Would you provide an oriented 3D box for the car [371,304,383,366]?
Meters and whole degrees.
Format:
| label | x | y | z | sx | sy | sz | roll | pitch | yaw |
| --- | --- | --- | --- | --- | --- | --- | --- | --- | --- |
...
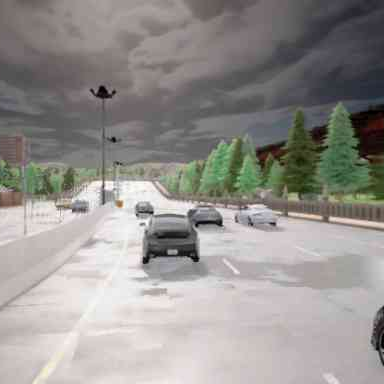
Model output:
| label | x | y | z | sx | sy | sz | roll | pitch | yaw |
| --- | --- | --- | --- | --- | --- | --- | --- | --- | --- |
| car | 3.409 | 1.558 | 2.730 | 1.994 | 1.385 | 4.181 | 0 | 0 | -2 |

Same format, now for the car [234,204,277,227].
| label | x | y | z | sx | sy | sz | roll | pitch | yaw |
| --- | --- | --- | --- | --- | --- | --- | --- | --- | --- |
| car | 4.396 | 1.594 | 23.350 | 1.812 | 1.442 | 4.674 | 0 | 0 | -11 |

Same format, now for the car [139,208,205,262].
| label | x | y | z | sx | sy | sz | roll | pitch | yaw |
| --- | --- | --- | --- | --- | --- | --- | --- | --- | --- |
| car | -0.882 | 1.559 | 12.383 | 1.837 | 1.490 | 4.892 | 0 | 0 | -7 |

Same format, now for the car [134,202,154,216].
| label | x | y | z | sx | sy | sz | roll | pitch | yaw |
| --- | --- | --- | --- | --- | --- | --- | --- | --- | --- |
| car | -4.965 | 1.710 | 34.620 | 2.033 | 1.411 | 5.357 | 0 | 0 | -11 |

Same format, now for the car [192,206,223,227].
| label | x | y | z | sx | sy | sz | roll | pitch | yaw |
| --- | --- | --- | --- | --- | --- | --- | --- | --- | --- |
| car | 0.783 | 1.653 | 23.588 | 1.994 | 1.385 | 4.181 | 0 | 0 | -11 |
